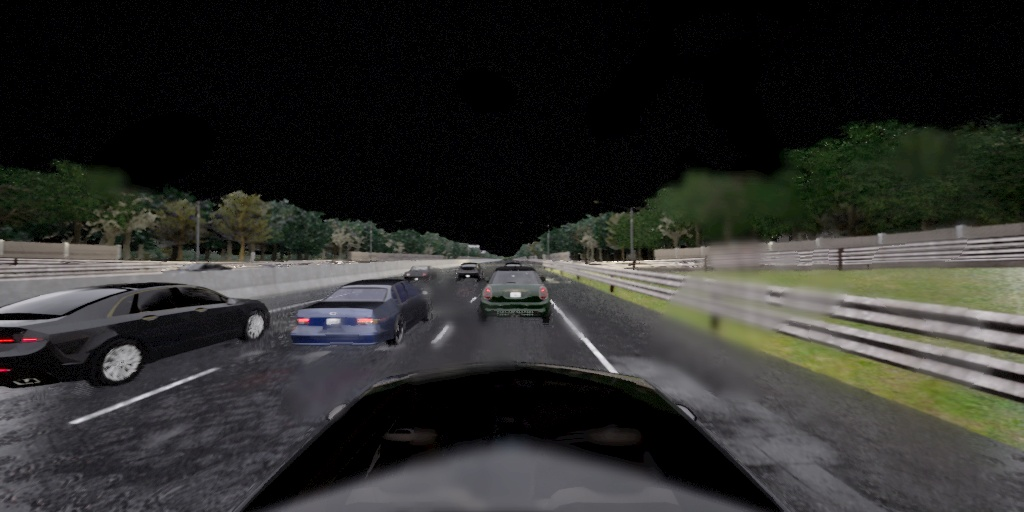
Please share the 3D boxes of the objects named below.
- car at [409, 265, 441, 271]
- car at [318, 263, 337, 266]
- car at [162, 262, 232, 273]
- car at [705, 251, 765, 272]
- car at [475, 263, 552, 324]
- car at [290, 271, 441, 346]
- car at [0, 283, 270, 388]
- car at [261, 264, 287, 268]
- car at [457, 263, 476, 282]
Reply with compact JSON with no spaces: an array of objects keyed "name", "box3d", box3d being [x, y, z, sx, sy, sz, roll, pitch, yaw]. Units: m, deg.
[{"name":"car","box3d":[-6.903,1.387,28.232,1.895,1.301,4.718,0,0,0]},{"name":"car","box3d":[-17.596,1.365,34.485,1.994,1.385,4.181,0,0,0]},{"name":"car","box3d":[-24.599,1.264,28.200,1.882,1.535,5.008,0,0,0]},{"name":"car","box3d":[22.156,0.591,35.932,2.150,2.045,5.566,0,-3,-18]},{"name":"car","box3d":[0.099,1.112,12.194,2.097,1.767,4.553,0,0,0]},{"name":"car","box3d":[-3.401,1.304,9.349,2.033,1.411,5.357,0,0,0]},{"name":"car","box3d":[-6.900,1.259,6.905,1.837,1.490,4.892,0,0,0]},{"name":"car","box3d":[-21.100,1.395,31.306,1.895,1.301,4.718,0,0,0]},{"name":"car","box3d":[-3.402,1.295,30.008,1.837,1.490,4.892,0,0,0]}]
